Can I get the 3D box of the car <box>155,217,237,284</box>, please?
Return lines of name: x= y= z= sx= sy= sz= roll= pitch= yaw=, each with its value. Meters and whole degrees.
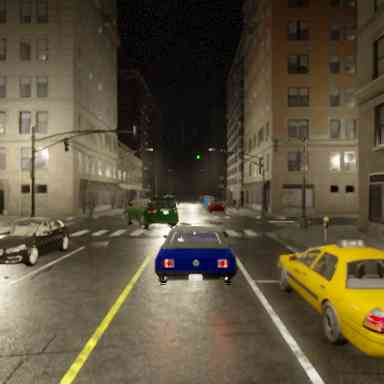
car: x=0.091 y=1.640 z=9.684 sx=1.895 sy=1.301 sz=4.718 roll=0 pitch=0 yaw=0

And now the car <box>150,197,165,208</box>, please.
car: x=-5.672 y=1.673 z=54.841 sx=1.967 sy=1.590 sz=4.097 roll=0 pitch=0 yaw=0

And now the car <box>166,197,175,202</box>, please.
car: x=-5.673 y=1.930 z=87.848 sx=2.008 sy=1.369 sz=4.403 roll=0 pitch=0 yaw=0

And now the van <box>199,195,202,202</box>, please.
van: x=2.853 y=1.623 z=65.844 sx=1.690 sy=1.788 sz=3.998 roll=0 pitch=0 yaw=0

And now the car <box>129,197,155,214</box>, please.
car: x=-5.672 y=1.476 z=38.338 sx=2.192 sy=1.841 sz=5.009 roll=0 pitch=0 yaw=0

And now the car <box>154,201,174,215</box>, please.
car: x=-3.102 y=1.758 z=37.526 sx=1.895 sy=1.301 sz=4.718 roll=0 pitch=0 yaw=0

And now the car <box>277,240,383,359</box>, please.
car: x=2.856 y=1.550 z=6.207 sx=1.752 sy=1.417 sz=4.829 roll=0 pitch=0 yaw=0

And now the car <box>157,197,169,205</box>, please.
car: x=-5.673 y=1.722 z=65.844 sx=1.967 sy=1.590 sz=4.097 roll=0 pitch=0 yaw=0

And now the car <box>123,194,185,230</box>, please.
car: x=-2.839 y=1.314 z=22.167 sx=2.150 sy=2.045 sz=5.566 roll=0 pitch=0 yaw=-28

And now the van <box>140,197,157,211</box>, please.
van: x=-5.672 y=1.526 z=43.838 sx=1.690 sy=1.788 sz=3.998 roll=0 pitch=0 yaw=0

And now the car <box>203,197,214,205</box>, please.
car: x=2.854 y=1.751 z=43.838 sx=1.947 sy=1.339 sz=4.313 roll=0 pitch=0 yaw=0

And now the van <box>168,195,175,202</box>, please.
van: x=-5.674 y=1.745 z=93.350 sx=1.690 sy=1.788 sz=3.998 roll=0 pitch=0 yaw=0

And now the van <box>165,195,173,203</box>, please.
van: x=-5.674 y=1.695 z=82.349 sx=1.690 sy=1.788 sz=3.998 roll=0 pitch=0 yaw=0

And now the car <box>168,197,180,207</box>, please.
car: x=-3.064 y=1.725 z=58.065 sx=1.882 sy=1.535 sz=5.008 roll=0 pitch=0 yaw=0

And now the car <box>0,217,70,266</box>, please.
car: x=-5.670 y=1.597 z=11.563 sx=2.008 sy=1.369 sz=4.403 roll=0 pitch=0 yaw=0

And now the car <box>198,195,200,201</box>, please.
car: x=2.853 y=1.912 z=76.846 sx=1.802 sy=1.307 sz=4.206 roll=0 pitch=0 yaw=0

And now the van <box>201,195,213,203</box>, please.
van: x=2.853 y=1.575 z=54.841 sx=1.690 sy=1.788 sz=3.998 roll=0 pitch=0 yaw=0

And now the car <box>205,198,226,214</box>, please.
car: x=2.854 y=1.706 z=38.336 sx=1.887 sy=1.381 sz=4.507 roll=0 pitch=0 yaw=0

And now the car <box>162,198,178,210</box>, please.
car: x=-3.095 y=1.677 z=47.144 sx=1.882 sy=1.535 sz=5.008 roll=0 pitch=0 yaw=0
